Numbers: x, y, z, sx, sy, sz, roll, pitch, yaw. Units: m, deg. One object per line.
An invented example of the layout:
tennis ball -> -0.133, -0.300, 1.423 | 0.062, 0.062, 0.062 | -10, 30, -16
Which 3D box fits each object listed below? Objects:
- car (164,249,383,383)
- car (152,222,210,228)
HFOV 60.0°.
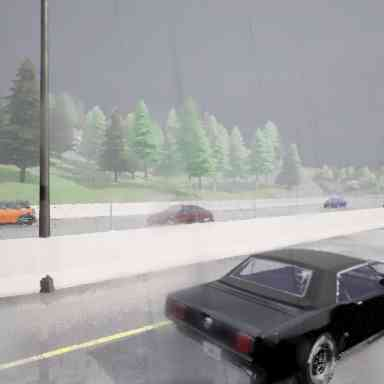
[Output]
car -> 2.020, 1.600, 5.287 | 4.718, 1.301, 1.895 | 0, 0, -37
car -> -0.645, 1.525, 21.177 | 4.674, 1.442, 1.812 | 0, 0, -39
